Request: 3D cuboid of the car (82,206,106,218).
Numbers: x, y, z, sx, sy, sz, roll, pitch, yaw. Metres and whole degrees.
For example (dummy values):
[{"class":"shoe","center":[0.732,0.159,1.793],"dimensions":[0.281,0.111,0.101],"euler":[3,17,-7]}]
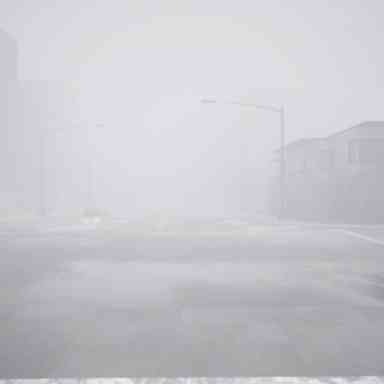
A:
[{"class":"car","center":[-11.586,2.300,39.617],"dimensions":[1.994,1.385,4.181],"euler":[0,-2,-2]}]
